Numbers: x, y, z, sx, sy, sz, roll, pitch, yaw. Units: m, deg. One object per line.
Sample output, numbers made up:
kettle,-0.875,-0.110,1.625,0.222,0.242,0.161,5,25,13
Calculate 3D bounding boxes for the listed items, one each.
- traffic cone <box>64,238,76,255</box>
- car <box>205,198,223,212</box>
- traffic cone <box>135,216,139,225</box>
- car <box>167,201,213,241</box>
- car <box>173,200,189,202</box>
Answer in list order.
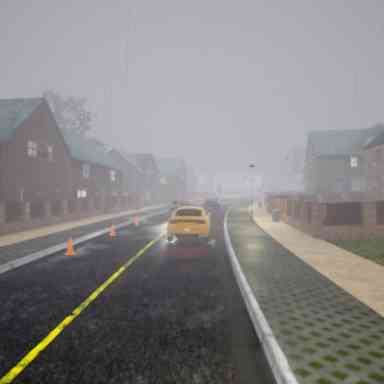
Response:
traffic cone,-4.389,1.940,11.980,0.340,0.580,0.340,0,0,3
car,2.236,1.341,36.267,2.128,1.511,4.902,0,1,8
traffic cone,-3.639,1.907,22.053,0.340,0.580,0.340,0,0,5
car,-0.050,1.452,16.758,1.882,1.535,5.008,0,1,4
car,-0.887,1.412,27.490,2.128,1.511,4.902,0,0,5
